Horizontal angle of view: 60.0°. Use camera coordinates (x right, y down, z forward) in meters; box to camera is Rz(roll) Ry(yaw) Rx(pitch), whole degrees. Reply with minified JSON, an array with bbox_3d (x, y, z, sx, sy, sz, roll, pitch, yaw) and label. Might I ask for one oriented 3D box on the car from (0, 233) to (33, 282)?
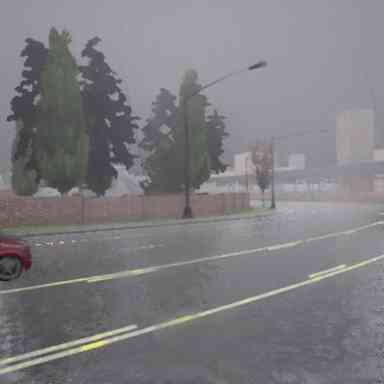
[{"bbox_3d":[-6.275,1.575,8.264,4.181,1.385,1.994,0,0,-36],"label":"car"}]
